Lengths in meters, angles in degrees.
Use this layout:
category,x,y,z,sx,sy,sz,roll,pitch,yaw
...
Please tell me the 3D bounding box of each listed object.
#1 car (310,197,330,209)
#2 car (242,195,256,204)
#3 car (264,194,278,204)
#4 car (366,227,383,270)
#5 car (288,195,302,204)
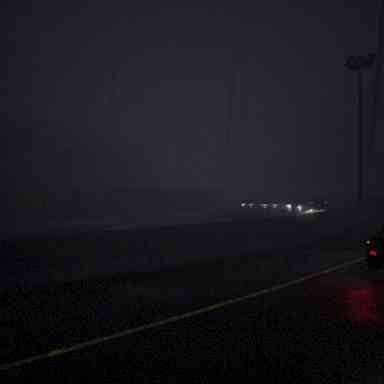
category,x,y,z,sx,sy,sz,roll,pitch,yaw
car,14.702,1.210,38.122,1.895,1.301,4.718,0,0,25
car,9.107,1.120,53.006,2.033,1.411,5.357,0,0,15
car,12.033,1.064,50.690,1.837,1.490,4.892,0,0,16
car,6.540,1.400,9.465,4.674,1.442,1.812,-1,1,-42
car,15.325,1.132,49.446,1.895,1.301,4.718,0,0,17
